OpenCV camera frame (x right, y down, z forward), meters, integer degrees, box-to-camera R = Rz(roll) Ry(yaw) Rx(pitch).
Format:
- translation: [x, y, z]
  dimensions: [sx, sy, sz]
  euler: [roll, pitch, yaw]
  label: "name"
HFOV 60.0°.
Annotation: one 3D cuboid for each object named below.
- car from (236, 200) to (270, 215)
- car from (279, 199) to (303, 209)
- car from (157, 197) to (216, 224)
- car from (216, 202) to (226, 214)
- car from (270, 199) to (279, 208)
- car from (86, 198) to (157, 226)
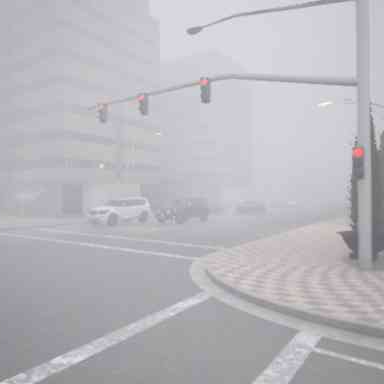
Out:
- translation: [6.705, 1.702, 37.660]
  dimensions: [1.882, 1.535, 5.008]
  euler: [-1, 0, 35]
  label: "car"
- translation: [15.011, 1.748, 49.301]
  dimensions: [1.812, 1.442, 4.674]
  euler: [-1, -1, 36]
  label: "car"
- translation: [-0.642, 1.446, 27.290]
  dimensions: [2.150, 2.045, 5.566]
  euler: [-1, 0, 35]
  label: "car"
- translation: [1.853, 1.808, 36.868]
  dimensions: [2.033, 1.411, 5.357]
  euler: [-1, 0, 35]
  label: "car"
- translation: [14.294, 1.806, 54.290]
  dimensions: [2.033, 1.411, 5.357]
  euler: [-1, 0, 35]
  label: "car"
- translation: [-5.606, 1.483, 26.326]
  dimensions: [2.150, 2.045, 5.566]
  euler: [-1, 0, 35]
  label: "car"
